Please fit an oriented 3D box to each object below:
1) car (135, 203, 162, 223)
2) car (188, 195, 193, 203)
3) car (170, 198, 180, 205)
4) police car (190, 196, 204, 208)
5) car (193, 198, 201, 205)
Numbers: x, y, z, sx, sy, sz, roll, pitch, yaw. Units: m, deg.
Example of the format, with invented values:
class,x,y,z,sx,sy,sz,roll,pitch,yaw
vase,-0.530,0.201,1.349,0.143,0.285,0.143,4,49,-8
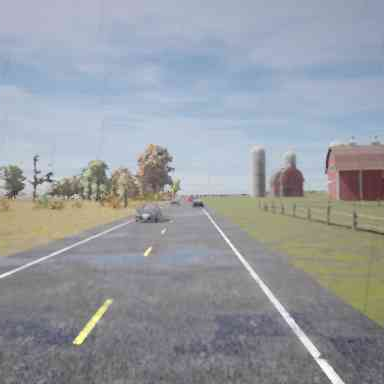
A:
class,x,y,z,sx,sy,sz,roll,pitch,yaw
car,-3.587,1.738,28.098,2.128,1.511,4.902,0,-1,0
car,0.014,1.977,93.525,2.150,2.045,5.566,0,0,0
car,-3.489,2.046,70.001,2.033,1.411,5.357,0,0,0
police car,1.059,1.919,58.291,1.930,1.638,5.238,0,0,0
car,1.062,2.074,74.372,1.801,1.575,5.366,0,0,0
